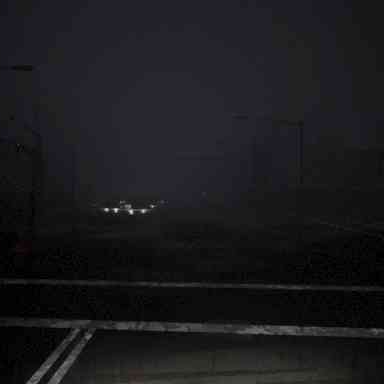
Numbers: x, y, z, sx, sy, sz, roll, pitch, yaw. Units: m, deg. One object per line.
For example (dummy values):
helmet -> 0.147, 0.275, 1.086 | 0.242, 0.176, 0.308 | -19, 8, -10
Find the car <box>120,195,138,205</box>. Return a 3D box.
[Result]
car -> -10.505, 1.245, 55.593 | 2.128, 1.511, 4.902 | 0, 1, 0

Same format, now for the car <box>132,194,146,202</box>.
car -> -10.432, 1.195, 65.602 | 1.895, 1.301, 4.718 | 0, 1, 1

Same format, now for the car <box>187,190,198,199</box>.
car -> 0.116, 0.604, 76.480 | 2.150, 2.045, 5.566 | 0, 1, 0

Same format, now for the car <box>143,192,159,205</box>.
car -> -7.008, 1.242, 54.826 | 1.882, 1.535, 5.008 | 0, 1, 0

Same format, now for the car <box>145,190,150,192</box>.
car -> -10.380, 0.527, 79.604 | 2.150, 2.045, 5.566 | 0, 1, 0

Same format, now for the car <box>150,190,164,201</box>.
car -> -6.897, 0.884, 68.933 | 2.097, 1.767, 4.553 | 0, 1, 0

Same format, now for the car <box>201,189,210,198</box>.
car -> 3.633, 0.378, 87.541 | 2.150, 2.045, 5.566 | 0, 1, 0

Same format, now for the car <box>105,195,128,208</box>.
car -> -10.534, 1.417, 46.024 | 2.033, 1.411, 5.357 | 0, 1, 0

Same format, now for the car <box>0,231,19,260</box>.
car -> -7.090, 1.601, 9.597 | 1.895, 1.301, 4.718 | 0, 0, 0

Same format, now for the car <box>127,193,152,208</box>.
car -> -7.033, 1.352, 45.271 | 1.882, 1.535, 5.008 | 0, 1, 0

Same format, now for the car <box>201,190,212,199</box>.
car -> 3.618, 0.910, 77.548 | 1.994, 1.385, 4.181 | 0, 1, 0
